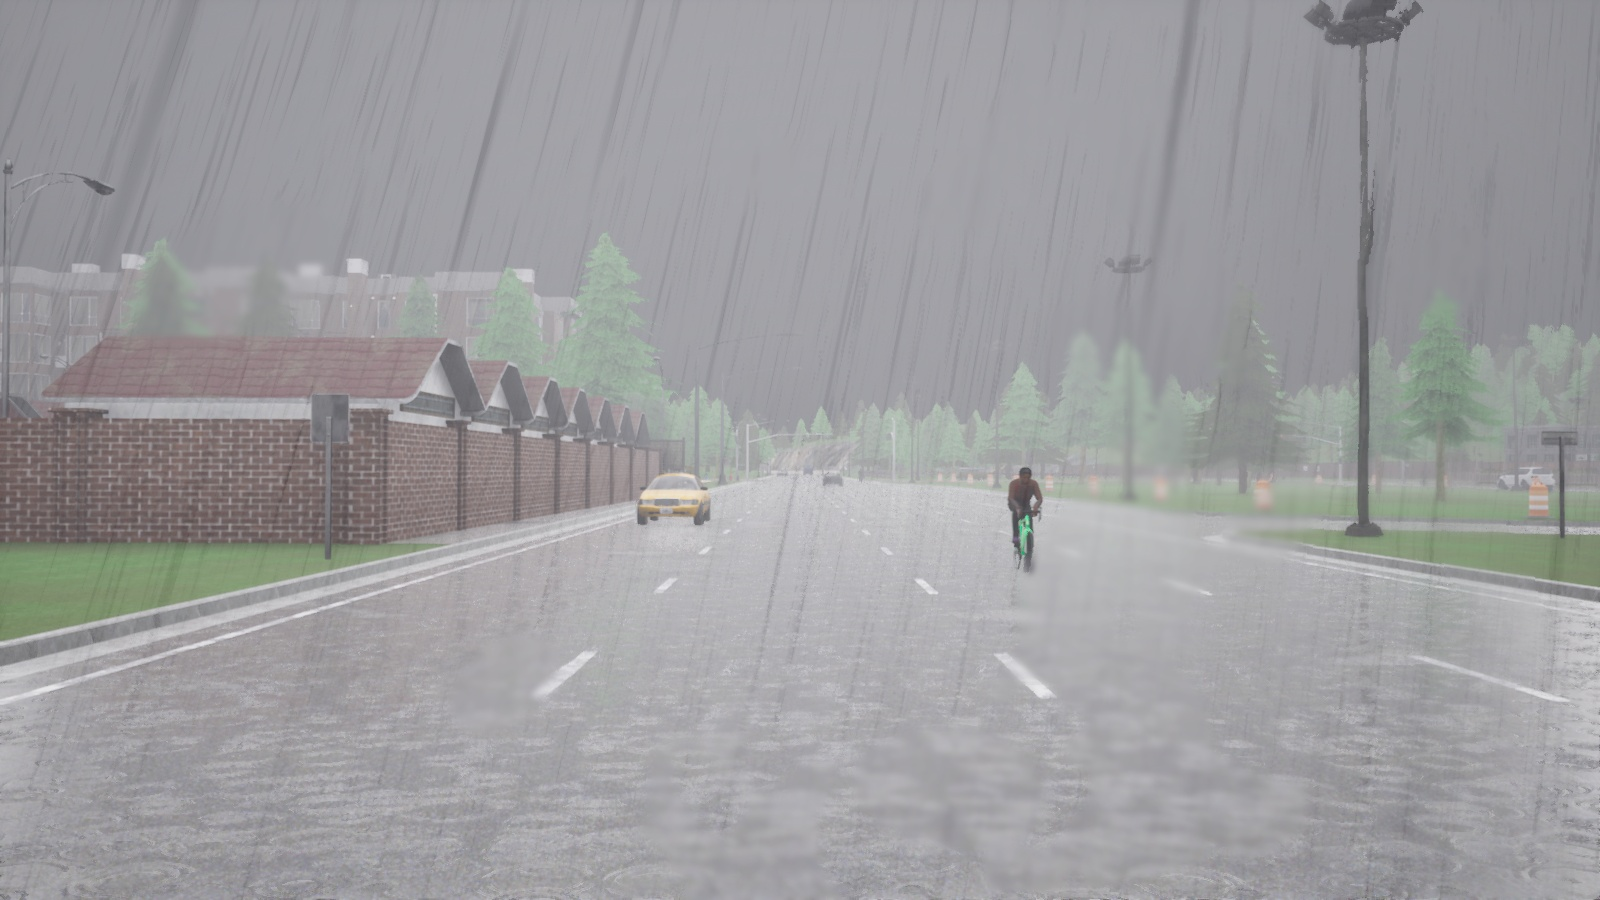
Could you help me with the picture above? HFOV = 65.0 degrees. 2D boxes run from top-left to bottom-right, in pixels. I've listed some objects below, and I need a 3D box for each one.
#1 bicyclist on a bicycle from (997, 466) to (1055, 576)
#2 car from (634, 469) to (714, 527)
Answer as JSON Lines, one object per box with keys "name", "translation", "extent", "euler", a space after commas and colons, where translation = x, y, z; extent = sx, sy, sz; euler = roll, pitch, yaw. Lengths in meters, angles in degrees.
{"name": "bicyclist on a bicycle", "translation": [3.451, 1.052, 19.260], "extent": [0.582, 1.620, 1.656], "euler": [0, -1, 0]}
{"name": "car", "translation": [-3.592, 1.337, 36.547], "extent": [1.801, 1.575, 5.366], "euler": [0, -1, 0]}
